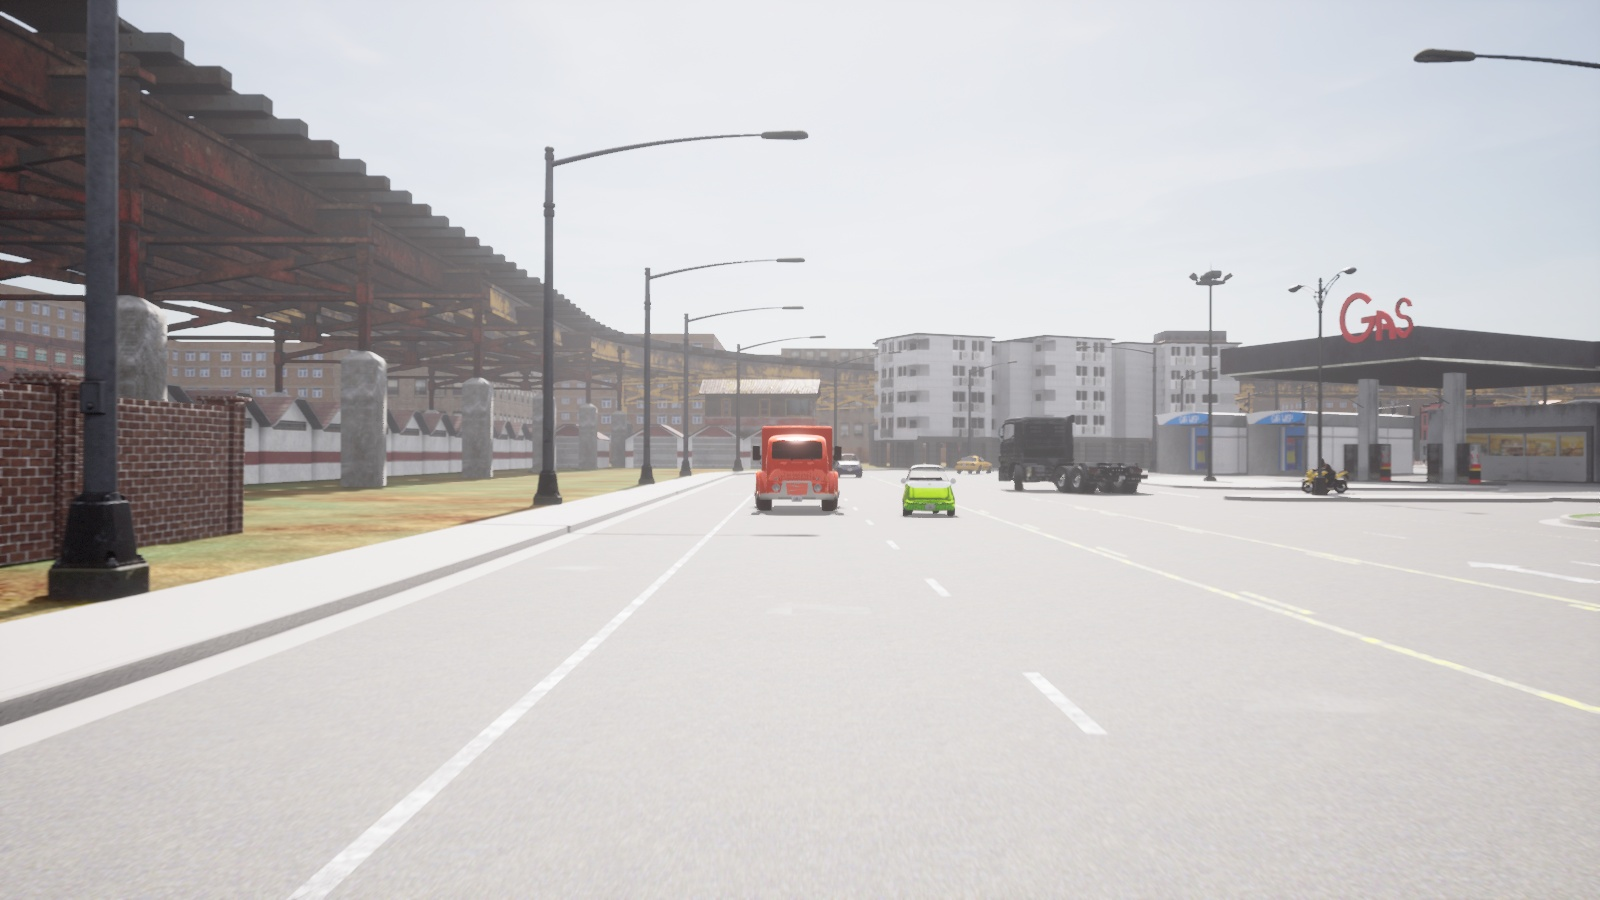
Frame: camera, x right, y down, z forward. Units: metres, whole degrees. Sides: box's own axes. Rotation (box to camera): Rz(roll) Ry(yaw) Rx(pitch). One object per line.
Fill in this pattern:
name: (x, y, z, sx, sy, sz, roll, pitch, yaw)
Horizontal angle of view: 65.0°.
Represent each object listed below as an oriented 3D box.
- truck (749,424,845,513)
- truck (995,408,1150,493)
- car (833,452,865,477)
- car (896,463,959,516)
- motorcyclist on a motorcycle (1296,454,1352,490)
truck: (-0.086, 0.521, 37.351, 2.627, 2.467, 5.204, 0, 0, 0)
truck: (11.839, 0.012, 55.404, 2.891, 3.462, 7.936, 0, 0, -20)
car: (3.243, 0.978, 83.997, 1.851, 1.617, 3.988, 0, 0, -1)
car: (3.424, 1.043, 34.031, 1.481, 1.376, 2.207, 0, 0, 0)
motorcyclist on a motorcycle: (22.504, 0.931, 53.932, 2.044, 1.523, 0.797, 0, 0, 0)
